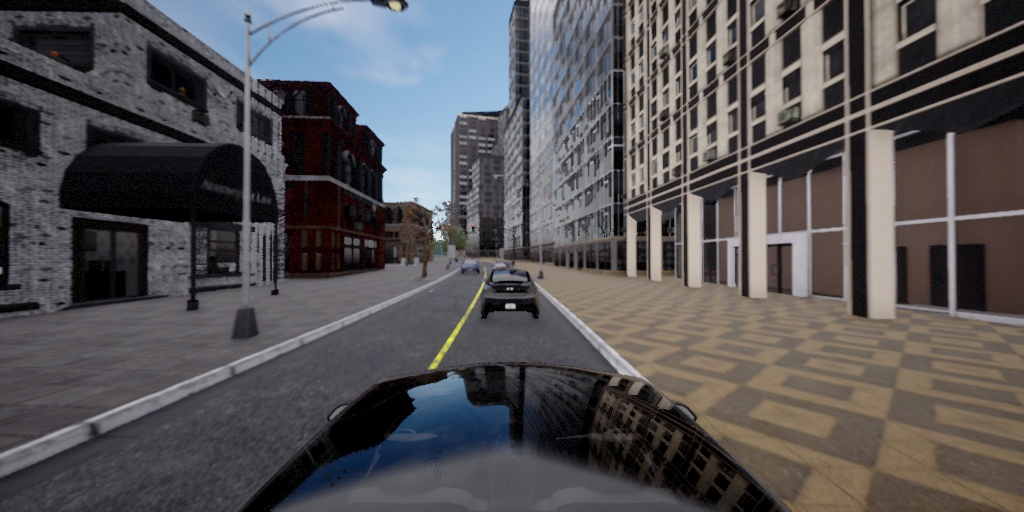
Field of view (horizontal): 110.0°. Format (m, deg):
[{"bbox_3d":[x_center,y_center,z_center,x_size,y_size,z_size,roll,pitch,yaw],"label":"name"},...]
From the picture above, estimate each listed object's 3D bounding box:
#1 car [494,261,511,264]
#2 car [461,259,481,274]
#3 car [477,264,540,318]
[{"bbox_3d":[-0.753,1.135,28.838,1.812,1.442,4.674,0,0,-3],"label":"car"},{"bbox_3d":[-4.226,1.090,37.135,1.812,1.442,4.674,0,0,-4],"label":"car"},{"bbox_3d":[-0.091,1.199,12.740,1.837,1.490,4.892,0,0,-1],"label":"car"}]
